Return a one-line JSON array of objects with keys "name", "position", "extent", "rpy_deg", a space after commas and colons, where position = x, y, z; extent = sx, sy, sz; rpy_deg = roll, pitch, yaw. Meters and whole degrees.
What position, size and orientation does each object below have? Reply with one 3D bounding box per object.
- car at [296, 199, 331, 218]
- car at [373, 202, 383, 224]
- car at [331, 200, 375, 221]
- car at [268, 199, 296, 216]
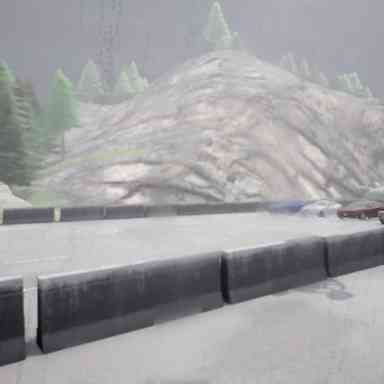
[{"name": "car", "position": [11.620, 1.477, 29.435], "extent": [4.674, 1.442, 1.812], "rpy_deg": [0, 0, -35]}, {"name": "car", "position": [14.937, 1.557, 23.208], "extent": [4.718, 1.301, 1.895], "rpy_deg": [0, 0, -35]}, {"name": "car", "position": [13.614, 1.430, 26.559], "extent": [5.008, 1.535, 1.882], "rpy_deg": [0, 0, -35]}, {"name": "car", "position": [9.513, 1.427, 32.232], "extent": [5.008, 1.535, 1.882], "rpy_deg": [0, 0, -35]}]
